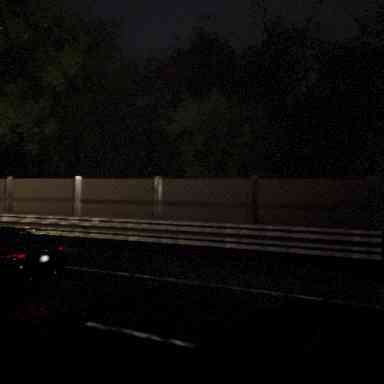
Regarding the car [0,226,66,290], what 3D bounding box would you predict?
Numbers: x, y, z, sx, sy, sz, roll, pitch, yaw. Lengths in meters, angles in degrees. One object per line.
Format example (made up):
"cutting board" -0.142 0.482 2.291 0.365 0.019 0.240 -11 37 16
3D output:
"car" -5.607 1.639 9.139 4.181 1.385 1.994 1 -1 21
